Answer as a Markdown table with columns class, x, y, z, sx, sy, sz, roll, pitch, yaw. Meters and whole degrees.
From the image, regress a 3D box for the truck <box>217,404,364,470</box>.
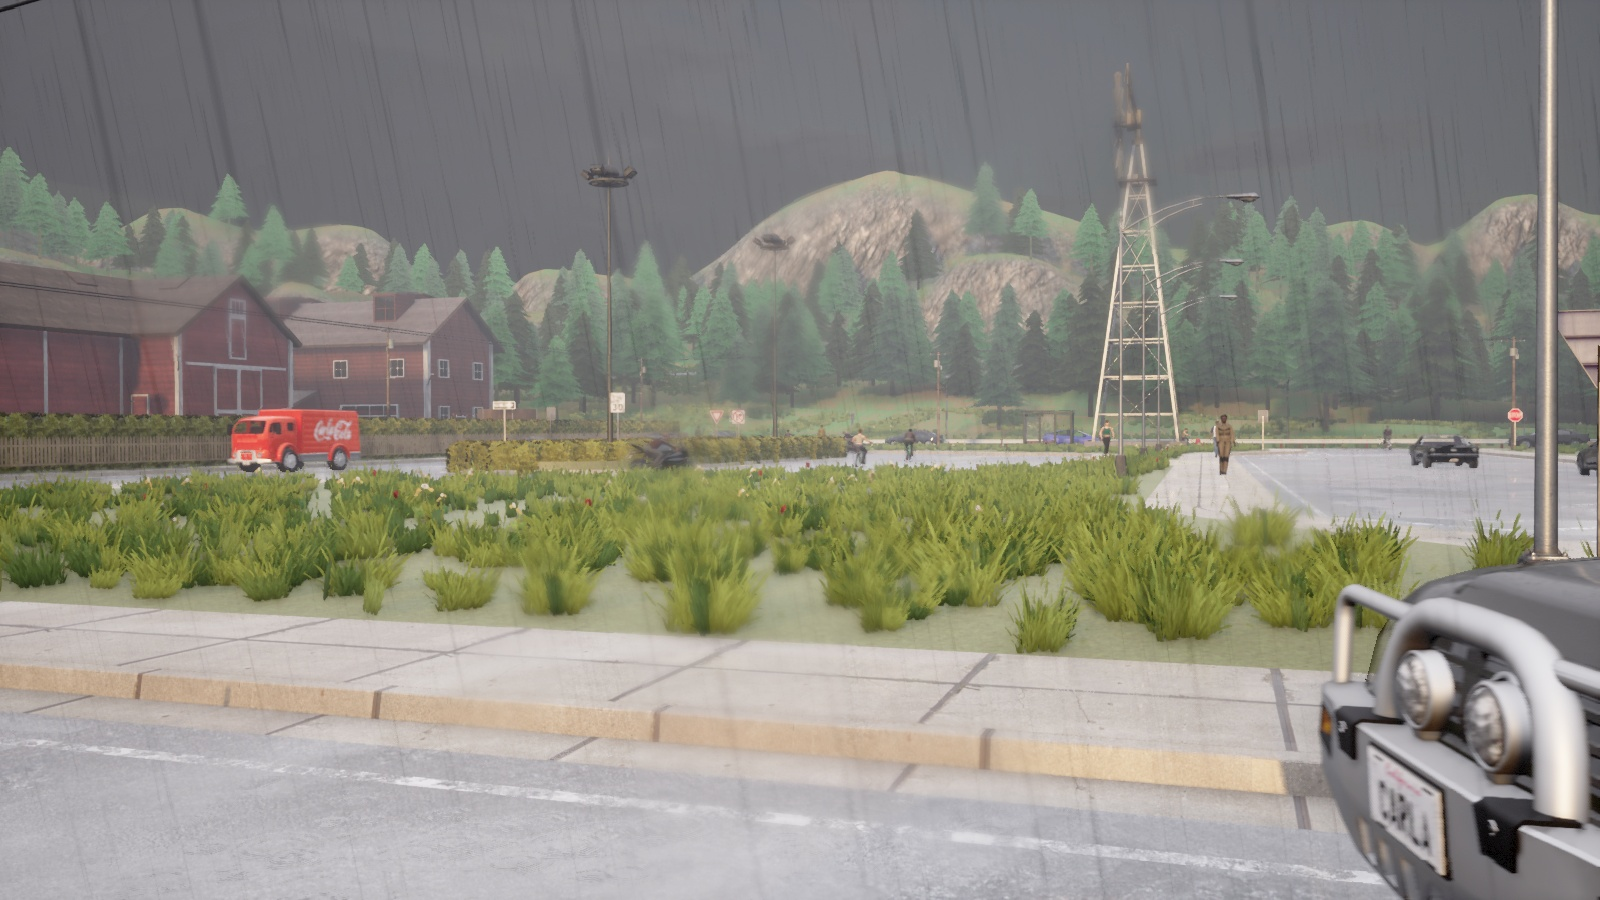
| class | x | y | z | sx | sy | sz | roll | pitch | yaw |
| --- | --- | --- | --- | --- | --- | --- | --- | --- | --- |
| truck | -20.100 | -0.534 | 49.849 | 2.627 | 2.467 | 5.204 | 1 | 1 | 19 |

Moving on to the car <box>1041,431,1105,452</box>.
| class | x | y | z | sx | sy | sz | roll | pitch | yaw |
| --- | --- | --- | --- | --- | --- | --- | --- | --- | --- |
| car | 20.738 | -0.677 | 95.440 | 4.514 | 1.525 | 2.007 | 1 | 1 | 19 |

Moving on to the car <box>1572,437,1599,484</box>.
| class | x | y | z | sx | sy | sz | roll | pitch | yaw |
| --- | --- | --- | --- | --- | --- | --- | --- | --- | --- |
| car | 25.684 | 0.324 | 38.996 | 1.812 | 1.442 | 4.674 | 1 | 1 | 18 |

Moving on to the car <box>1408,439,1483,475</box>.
| class | x | y | z | sx | sy | sz | roll | pitch | yaw |
| --- | --- | --- | --- | --- | --- | --- | --- | --- | --- |
| car | 25.419 | 0.228 | 49.610 | 1.895 | 1.301 | 4.718 | 1 | 1 | 18 |

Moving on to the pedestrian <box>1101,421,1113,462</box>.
| class | x | y | z | sx | sy | sz | roll | pitch | yaw |
| --- | --- | --- | --- | --- | --- | --- | --- | --- | --- |
| pedestrian | 14.078 | -0.387 | 57.596 | 0.345 | 1.836 | 0.594 | 0 | 1 | -1 |

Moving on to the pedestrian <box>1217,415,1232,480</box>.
| class | x | y | z | sx | sy | sz | roll | pitch | yaw |
| --- | --- | --- | --- | --- | --- | --- | --- | --- | --- |
| pedestrian | 12.709 | -0.073 | 37.615 | 0.396 | 1.930 | 0.692 | 0 | 1 | 17 |

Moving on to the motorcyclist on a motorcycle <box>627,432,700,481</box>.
| class | x | y | z | sx | sy | sz | roll | pitch | yaw |
| --- | --- | --- | --- | --- | --- | --- | --- | --- | --- |
| motorcyclist on a motorcycle | -4.394 | 0.196 | 40.556 | 2.191 | 1.530 | 0.866 | 0 | 0 | -22 |

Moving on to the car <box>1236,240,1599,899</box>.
| class | x | y | z | sx | sy | sz | roll | pitch | yaw |
| --- | --- | --- | --- | --- | --- | --- | --- | --- | --- |
| car | 3.532 | 0.615 | 2.617 | 4.605 | 1.855 | 1.932 | 0 | 1 | 5 |
